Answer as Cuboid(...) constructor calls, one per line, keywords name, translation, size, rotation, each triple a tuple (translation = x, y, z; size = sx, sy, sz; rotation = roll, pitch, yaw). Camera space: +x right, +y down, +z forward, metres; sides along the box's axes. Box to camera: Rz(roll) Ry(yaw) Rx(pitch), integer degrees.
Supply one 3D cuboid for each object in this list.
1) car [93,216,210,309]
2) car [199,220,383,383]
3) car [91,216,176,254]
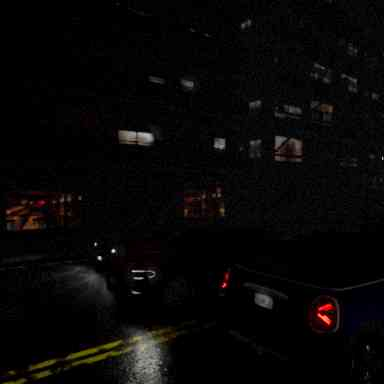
Cuboid(name="car", translation=(0.452, 1.483, 8.052), size=(5.008, 1.535, 1.882), rotation=(0, 0, -36))
Cuboid(name="car", translation=(2.599, 1.358, 5.340), size=(4.553, 1.767, 2.097), rotation=(0, 0, -36))
Cuboid(name="car", translation=(-0.553, 1.554, 11.328), size=(5.357, 1.411, 2.033), rotation=(0, 0, -36))
